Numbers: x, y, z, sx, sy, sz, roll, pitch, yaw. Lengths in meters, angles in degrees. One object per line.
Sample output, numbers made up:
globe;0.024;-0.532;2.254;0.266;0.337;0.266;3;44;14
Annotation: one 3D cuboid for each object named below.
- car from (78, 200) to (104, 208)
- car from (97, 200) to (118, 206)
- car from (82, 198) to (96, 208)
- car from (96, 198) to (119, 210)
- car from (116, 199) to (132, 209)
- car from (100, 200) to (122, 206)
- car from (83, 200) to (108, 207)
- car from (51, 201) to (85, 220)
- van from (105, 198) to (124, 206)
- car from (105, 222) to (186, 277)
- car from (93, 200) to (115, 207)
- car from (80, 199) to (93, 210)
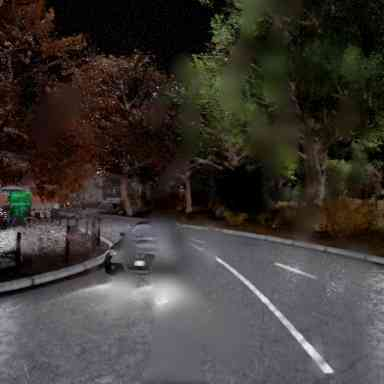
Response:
car;-21.425;2.544;70.684;4.674;1.452;2.002;1;-1;3
car;-20.758;2.746;81.966;4.674;1.452;2.002;1;-1;3
car;-21.613;2.200;67.871;5.566;2.045;2.435;1;-1;3
car;-14.422;2.235;58.038;2.097;1.767;4.553;1;-1;4
car;-13.848;2.430;68.050;2.097;1.767;4.553;1;-1;3
car;-20.624;2.784;84.789;4.792;1.488;2.163;1;-1;3
car;-21.262;2.556;73.507;5.008;1.535;2.097;1;-1;3
car;-12.182;1.857;31.948;1.837;1.490;4.892;1;-1;-34
van;-20.310;2.579;87.605;4.442;1.987;1.878;1;-1;3
car;-1.248;1.679;10.607;1.994;1.385;4.181;1;0;3
car;-20.929;2.697;79.146;4.674;1.452;2.002;1;-1;3
car;-18.045;2.249;52.934;1.837;1.490;4.892;1;-2;3
